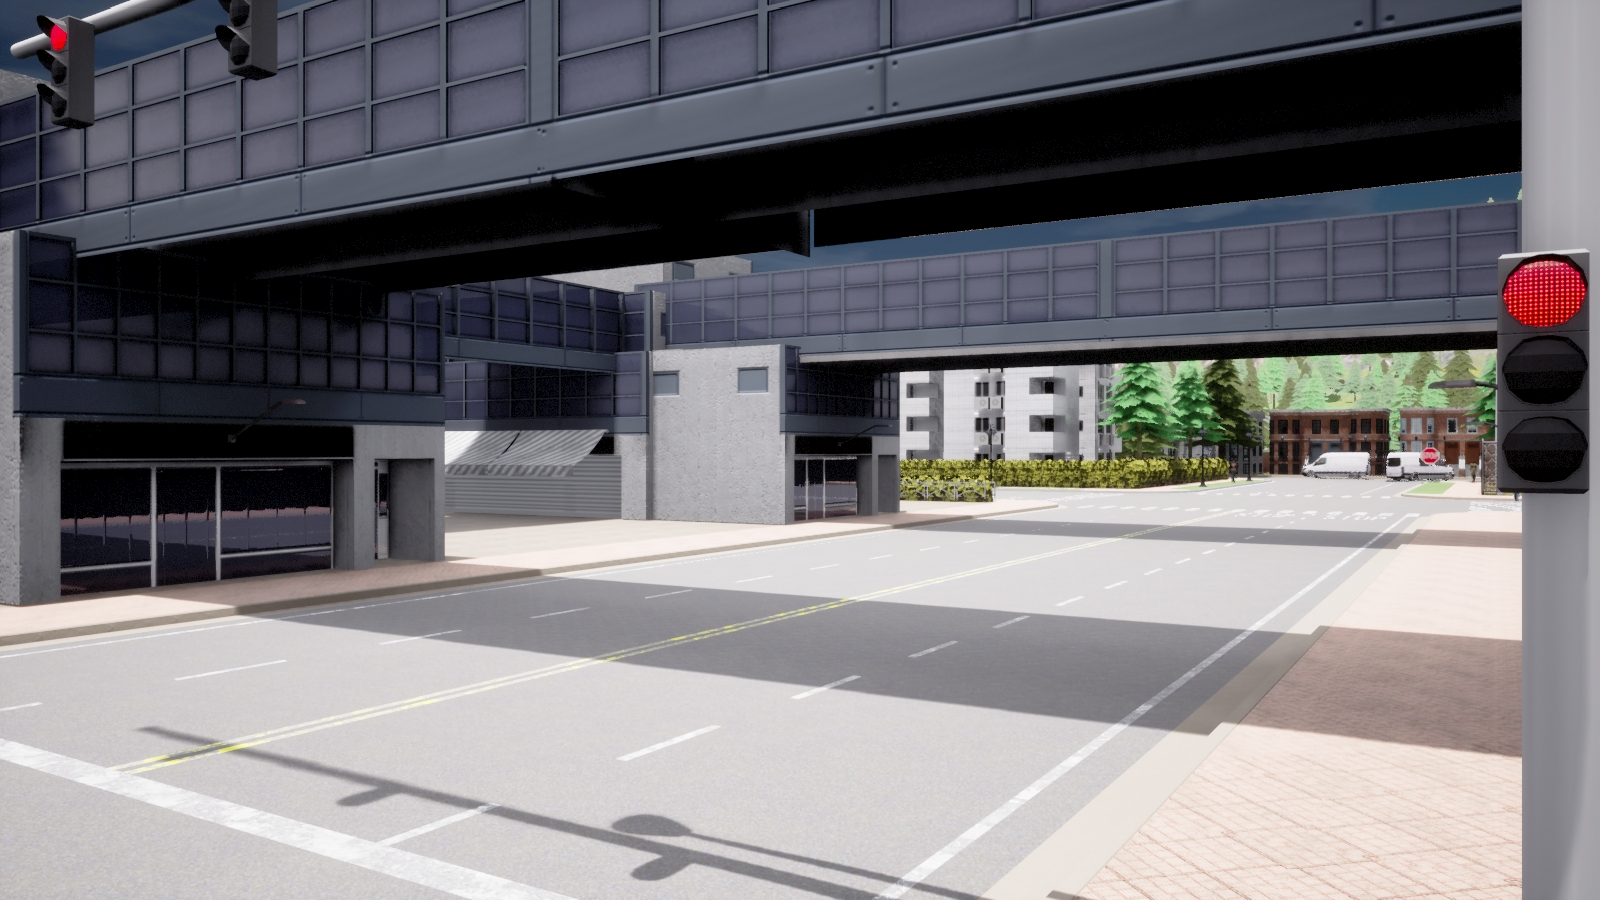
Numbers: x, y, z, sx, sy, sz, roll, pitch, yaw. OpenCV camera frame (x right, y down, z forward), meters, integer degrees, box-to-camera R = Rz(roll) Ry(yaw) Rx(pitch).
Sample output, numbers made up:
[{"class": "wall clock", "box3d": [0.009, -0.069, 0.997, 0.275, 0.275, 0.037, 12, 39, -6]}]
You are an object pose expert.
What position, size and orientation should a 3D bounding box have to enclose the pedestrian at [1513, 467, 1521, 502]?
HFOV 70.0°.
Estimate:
[{"class": "pedestrian", "box3d": [38.657, 1.849, 61.582, 0.375, 1.860, 0.375, 0, 0, 31]}]
